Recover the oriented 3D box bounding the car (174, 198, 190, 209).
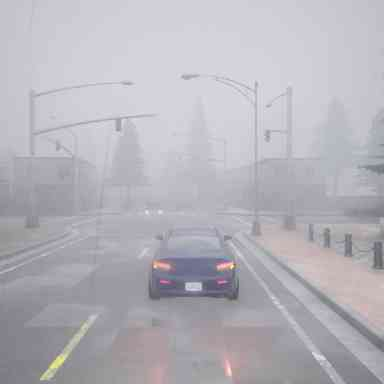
[{"bbox_3d":[-1.387,1.529,45.271,1.994,1.385,4.181,0,0,-7],"label":"car"}]

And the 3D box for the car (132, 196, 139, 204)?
[{"bbox_3d":[-10.082,1.470,62.777,1.837,1.490,4.892,0,0,-23],"label":"car"}]

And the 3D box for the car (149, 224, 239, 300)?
[{"bbox_3d":[0.041,1.526,8.256,1.812,1.442,4.674,0,0,0],"label":"car"}]

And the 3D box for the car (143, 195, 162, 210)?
[{"bbox_3d":[-4.938,1.443,43.084,1.882,1.535,5.008,0,0,-6],"label":"car"}]

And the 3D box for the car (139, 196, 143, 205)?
[{"bbox_3d":[-6.689,1.318,52.971,2.097,1.767,4.553,0,0,-15],"label":"car"}]

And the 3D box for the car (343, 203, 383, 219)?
[{"bbox_3d":[15.443,1.585,28.132,4.718,1.301,1.895,0,0,2],"label":"car"}]
